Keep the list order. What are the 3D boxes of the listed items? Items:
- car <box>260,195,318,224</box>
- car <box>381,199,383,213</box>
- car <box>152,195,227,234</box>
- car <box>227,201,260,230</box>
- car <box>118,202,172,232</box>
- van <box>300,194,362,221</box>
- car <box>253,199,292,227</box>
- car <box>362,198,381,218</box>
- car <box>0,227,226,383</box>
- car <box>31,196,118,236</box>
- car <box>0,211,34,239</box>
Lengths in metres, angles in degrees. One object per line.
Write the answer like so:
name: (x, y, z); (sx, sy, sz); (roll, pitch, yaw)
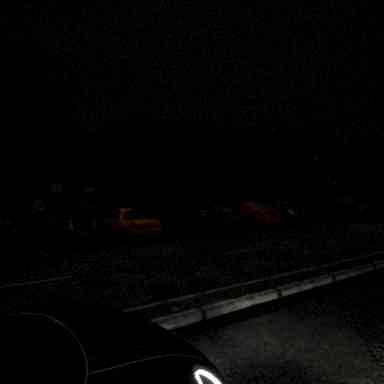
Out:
car: (5.768, 1.258, 22.795); (2.185, 1.767, 4.553); (0, 0, -35)
car: (17.027, 1.298, 30.742); (2.163, 1.488, 4.792); (-1, 0, -35)
car: (-1.021, 1.173, 17.956); (2.435, 2.045, 5.566); (0, 0, -35)
car: (1.256, 1.412, 19.550); (2.231, 1.521, 4.892); (0, 0, -35)
car: (-3.374, 1.435, 16.470); (1.946, 1.575, 5.366); (0, 0, -35)
van: (10.281, 1.126, 25.828); (1.878, 1.987, 4.442); (0, 0, -35)
car: (3.425, 1.398, 21.080); (2.097, 1.535, 5.008); (0, 0, -35)
car: (12.564, 1.201, 27.637); (2.185, 1.767, 4.553); (-1, 0, -35)
car: (-1.829, 1.356, 1.826); (4.553, 1.767, 2.097); (-1, 0, -36)
car: (-5.617, 1.203, 14.610); (2.435, 2.045, 5.566); (0, 0, -35)
car: (-7.844, 1.509, 13.055); (2.002, 1.452, 4.674); (0, 0, -35)
